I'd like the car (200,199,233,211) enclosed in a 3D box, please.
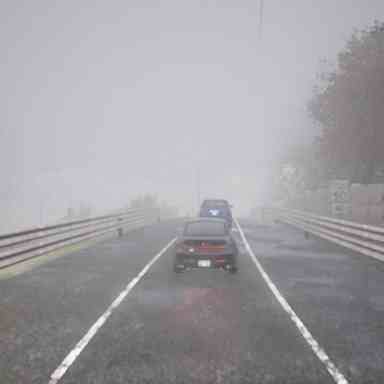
[{"bbox_3d":[1.681,1.499,23.320,2.150,2.045,5.566,0,-1,6],"label":"car"}]

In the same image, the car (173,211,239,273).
[{"bbox_3d":[0.489,1.623,11.095,1.837,1.490,4.892,0,0,4],"label":"car"}]

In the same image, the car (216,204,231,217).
[{"bbox_3d":[5.442,3.247,57.005,2.150,2.045,5.566,0,-5,8],"label":"car"}]

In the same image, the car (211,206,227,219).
[{"bbox_3d":[3.307,2.411,40.079,1.812,1.442,4.674,0,-3,6],"label":"car"}]
